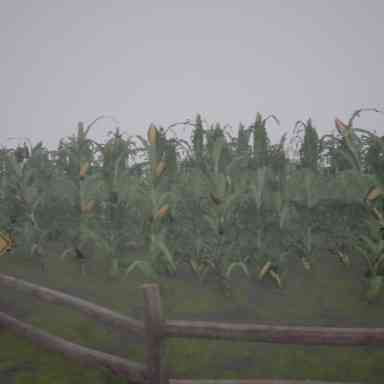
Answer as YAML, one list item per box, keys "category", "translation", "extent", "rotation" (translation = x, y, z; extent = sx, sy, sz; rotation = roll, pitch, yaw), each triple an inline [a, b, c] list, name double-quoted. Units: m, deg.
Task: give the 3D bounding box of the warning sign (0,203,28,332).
- category: "warning sign"
  translation: [-3.373, 1.118, 4.986]
  extent: [1.060, 1.860, 1.300]
  rotation: [0, 0, 36]
